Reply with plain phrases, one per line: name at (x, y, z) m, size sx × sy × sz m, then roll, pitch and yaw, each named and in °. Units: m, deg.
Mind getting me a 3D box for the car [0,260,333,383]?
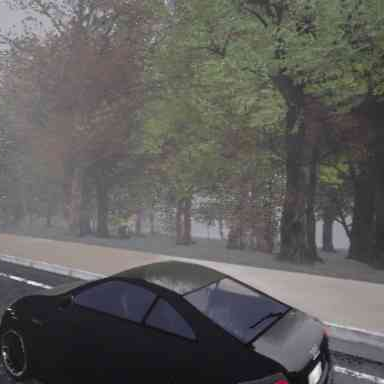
car at (-0.556, 1.582, 4.081) m, size 4.181 × 1.385 × 1.994 m, roll -1°, pitch 0°, yaw 35°
